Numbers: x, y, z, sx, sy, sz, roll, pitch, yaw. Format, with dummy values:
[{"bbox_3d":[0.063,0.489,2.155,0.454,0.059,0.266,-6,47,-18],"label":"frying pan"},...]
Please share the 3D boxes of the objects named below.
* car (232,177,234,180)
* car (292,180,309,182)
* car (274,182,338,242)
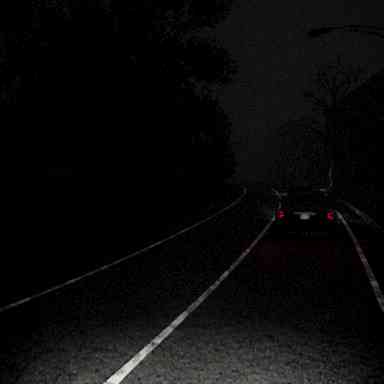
[{"bbox_3d":[7.884,-3.404,73.631,1.812,1.442,4.674,1,4,-7],"label":"car"},{"bbox_3d":[9.038,-0.238,27.766,1.882,1.535,5.008,0,4,14],"label":"car"},{"bbox_3d":[4.541,0.714,13.194,2.097,1.767,4.553,0,4,20],"label":"car"}]
